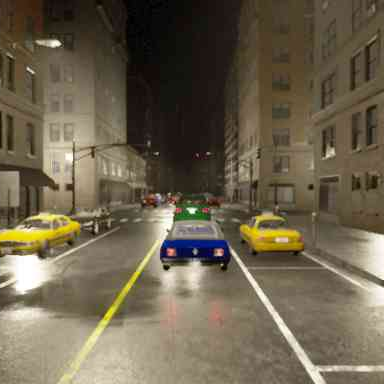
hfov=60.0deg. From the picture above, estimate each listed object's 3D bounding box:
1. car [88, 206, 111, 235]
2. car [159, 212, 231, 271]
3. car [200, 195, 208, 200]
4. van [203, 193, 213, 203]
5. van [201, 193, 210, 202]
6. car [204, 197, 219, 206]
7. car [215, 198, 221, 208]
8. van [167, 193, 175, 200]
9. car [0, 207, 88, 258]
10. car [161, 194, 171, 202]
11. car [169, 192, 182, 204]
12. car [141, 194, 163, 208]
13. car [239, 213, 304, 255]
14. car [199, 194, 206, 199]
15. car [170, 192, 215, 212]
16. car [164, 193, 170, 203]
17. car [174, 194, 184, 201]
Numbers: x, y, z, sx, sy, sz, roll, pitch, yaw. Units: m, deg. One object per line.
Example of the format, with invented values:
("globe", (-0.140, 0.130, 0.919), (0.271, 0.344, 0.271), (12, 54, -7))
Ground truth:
("car", (-5.659, 1.491, 18.247), (2.008, 1.369, 4.403), (0, 0, 0))
("car", (0.088, 1.565, 10.771), (1.895, 1.301, 4.718), (0, 0, 0))
("car", (2.909, 1.334, 83.524), (1.802, 1.307, 4.206), (0, 0, 0))
("van", (2.894, 1.156, 61.518), (1.690, 1.788, 3.998), (0, 0, 0))
("van", (2.902, 1.125, 72.521), (1.690, 1.788, 3.998), (0, 0, 0))
("car", (2.888, 1.412, 50.516), (1.947, 1.339, 4.313), (0, 0, 0))
("car", (2.884, 1.406, 45.014), (1.887, 1.381, 4.507), (0, 0, 0))
("van", (-5.613, 1.078, 89.032), (1.690, 1.788, 3.998), (0, 0, 0))
("car", (-5.663, 1.483, 12.551), (1.752, 1.417, 4.829), (0, 0, 0))
("car", (-5.624, 1.224, 72.527), (1.967, 1.590, 4.097), (0, 0, 0))
("car", (-2.998, 1.035, 61.733), (2.150, 2.045, 5.566), (0, 0, 1))
("car", (-5.642, 1.176, 45.020), (2.192, 1.841, 5.009), (0, 0, 0))
("car", (2.863, 1.482, 12.885), (1.752, 1.417, 4.829), (0, 0, 0))
("car", (2.917, 1.304, 94.527), (1.802, 1.307, 4.206), (0, 0, 0))
("car", (0.012, 1.154, 20.711), (2.150, 2.045, 5.566), (0, 0, 0))
("car", (-5.631, 1.255, 61.524), (1.967, 1.590, 4.097), (0, 0, 0))
("car", (-2.951, 1.292, 77.329), (2.128, 1.511, 4.902), (0, 0, 0))
